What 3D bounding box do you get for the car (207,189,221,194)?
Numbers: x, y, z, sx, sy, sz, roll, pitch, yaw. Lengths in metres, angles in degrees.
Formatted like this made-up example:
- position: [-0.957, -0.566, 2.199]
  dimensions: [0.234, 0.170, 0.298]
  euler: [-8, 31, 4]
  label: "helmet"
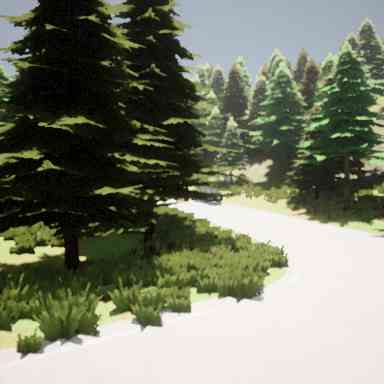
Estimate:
- position: [1.338, 0.295, 34.621]
  dimensions: [2.128, 1.511, 4.902]
  euler: [0, 5, -26]
  label: "car"
